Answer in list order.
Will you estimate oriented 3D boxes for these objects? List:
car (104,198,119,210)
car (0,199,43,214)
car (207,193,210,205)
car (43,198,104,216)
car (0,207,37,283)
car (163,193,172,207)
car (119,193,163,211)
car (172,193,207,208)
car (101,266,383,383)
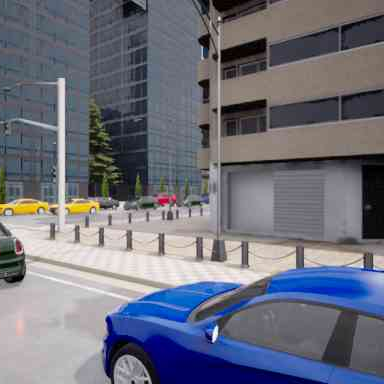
[{"bbox_3d":[-10.823,1.436,39.554,2.128,1.511,4.902,0,0,36],"label":"car"},{"bbox_3d":[-16.340,1.422,31.948,1.882,1.535,5.008,0,0,36],"label":"car"},{"bbox_3d":[2.856,1.168,58.341,2.150,2.045,5.566,0,0,36],"label":"car"},{"bbox_3d":[-11.484,1.422,32.675,1.882,1.535,5.008,0,0,36],"label":"car"},{"bbox_3d":[-6.240,1.352,8.441,4.553,1.767,2.097,0,0,36],"label":"car"},{"bbox_3d":[-4.545,1.166,48.211,2.150,2.045,5.566,0,0,36],"label":"car"},{"bbox_3d":[-6.111,1.296,40.092,2.097,1.767,4.553,0,0,36],"label":"car"},{"bbox_3d":[-0.300,1.296,48.098,2.097,1.767,4.553,0,0,36],"label":"car"},{"bbox_3d":[1.254,1.478,3.097,5.008,1.535,1.882,0,0,36],"label":"car"}]
